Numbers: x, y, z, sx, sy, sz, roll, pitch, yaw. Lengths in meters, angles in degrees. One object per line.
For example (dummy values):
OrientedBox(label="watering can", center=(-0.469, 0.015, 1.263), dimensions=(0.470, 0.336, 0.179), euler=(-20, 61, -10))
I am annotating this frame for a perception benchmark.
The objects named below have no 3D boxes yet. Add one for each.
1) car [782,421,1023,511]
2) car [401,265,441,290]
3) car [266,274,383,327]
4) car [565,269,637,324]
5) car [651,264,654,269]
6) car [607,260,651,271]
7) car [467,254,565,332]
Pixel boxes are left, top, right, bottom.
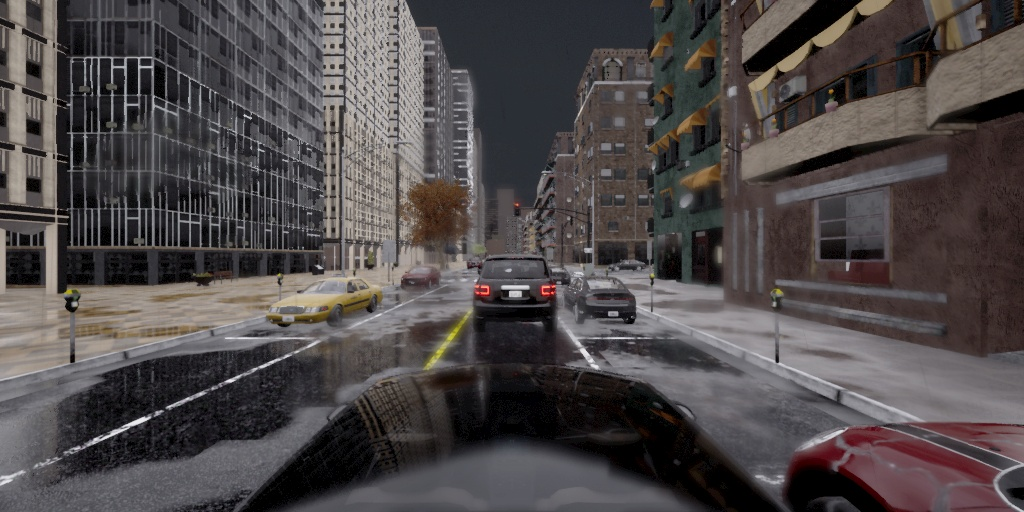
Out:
OrientedBox(label="car", center=(2.687, 1.190, 0.638), dimensions=(1.967, 1.591, 4.097), euler=(0, 0, 0))
OrientedBox(label="car", center=(-5.688, 1.300, 22.771), dimensions=(1.888, 1.381, 4.507), euler=(0, 0, 0))
OrientedBox(label="car", center=(-5.690, 1.276, 11.536), dimensions=(1.751, 1.417, 4.829), euler=(0, 0, 0))
OrientedBox(label="car", center=(2.690, 1.301, 11.703), dimensions=(2.007, 1.370, 4.403), euler=(0, 0, 0))
OrientedBox(label="car", center=(18.838, 1.007, 42.237), dimensions=(4.829, 1.417, 1.751), euler=(0, 0, -1))
OrientedBox(label="car", center=(13.441, 1.109, 42.183), dimensions=(4.403, 1.370, 2.007), euler=(0, 0, -1))
OrientedBox(label="car", center=(0.091, 0.972, 10.980), dimensions=(2.150, 2.045, 5.566), euler=(0, 0, 0))
